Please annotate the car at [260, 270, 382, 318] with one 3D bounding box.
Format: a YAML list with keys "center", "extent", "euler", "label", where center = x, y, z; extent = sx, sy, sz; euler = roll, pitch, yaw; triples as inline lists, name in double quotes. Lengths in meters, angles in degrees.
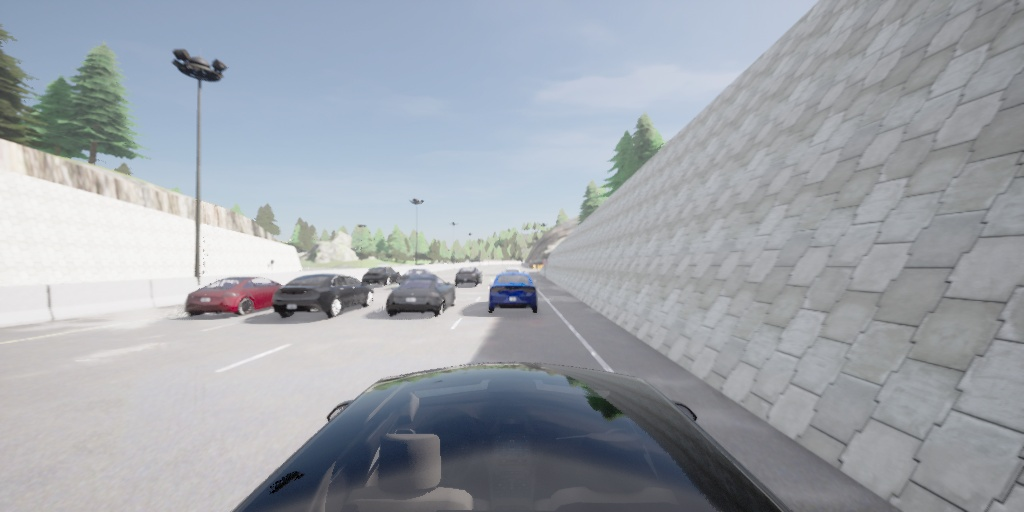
- center: [-6.956, 1.422, 13.797]
  extent: [1.837, 1.490, 4.892]
  euler: [0, -1, 1]
  label: "car"

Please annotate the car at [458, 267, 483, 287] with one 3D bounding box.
- center: [-3.447, 1.626, 29.129]
  extent: [2.128, 1.511, 4.902]
  euler: [0, -1, 1]
  label: "car"

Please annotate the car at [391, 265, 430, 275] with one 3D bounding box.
- center: [-6.967, 1.651, 26.970]
  extent: [2.033, 1.411, 5.357]
  euler: [0, -1, 0]
  label: "car"

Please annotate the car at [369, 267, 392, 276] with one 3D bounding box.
- center: [-10.446, 1.641, 29.168]
  extent: [1.837, 1.490, 4.892]
  euler: [0, 0, 1]
  label: "car"

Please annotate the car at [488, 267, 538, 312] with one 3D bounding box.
- center: [0.058, 1.418, 15.326]
  extent: [1.882, 1.535, 5.008]
  euler: [0, 0, 1]
  label: "car"

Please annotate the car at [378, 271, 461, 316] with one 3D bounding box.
- center: [-3.449, 1.491, 14.304]
  extent: [1.994, 1.385, 4.181]
  euler: [0, -1, 0]
  label: "car"

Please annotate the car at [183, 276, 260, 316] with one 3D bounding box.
- center: [-10.450, 1.491, 14.253]
  extent: [1.994, 1.385, 4.181]
  euler: [0, -1, 0]
  label: "car"
